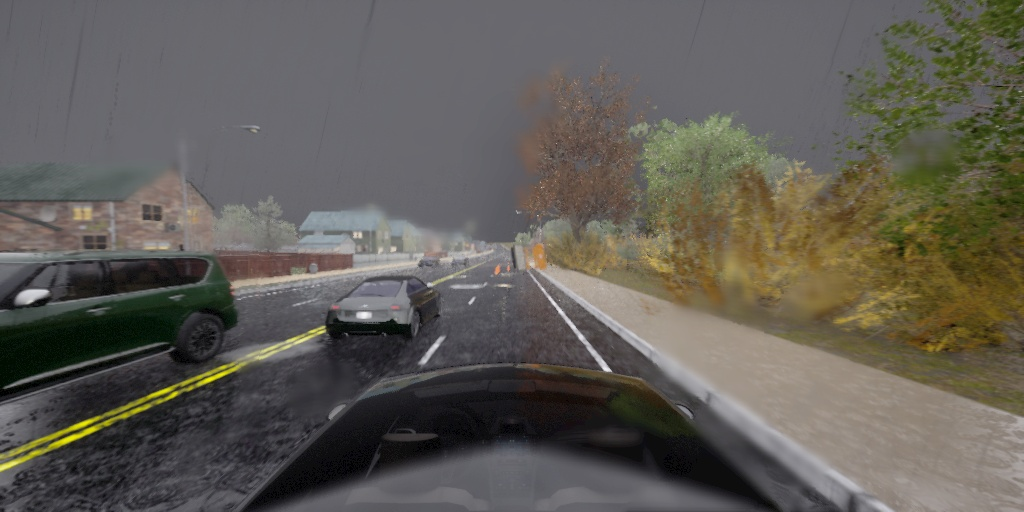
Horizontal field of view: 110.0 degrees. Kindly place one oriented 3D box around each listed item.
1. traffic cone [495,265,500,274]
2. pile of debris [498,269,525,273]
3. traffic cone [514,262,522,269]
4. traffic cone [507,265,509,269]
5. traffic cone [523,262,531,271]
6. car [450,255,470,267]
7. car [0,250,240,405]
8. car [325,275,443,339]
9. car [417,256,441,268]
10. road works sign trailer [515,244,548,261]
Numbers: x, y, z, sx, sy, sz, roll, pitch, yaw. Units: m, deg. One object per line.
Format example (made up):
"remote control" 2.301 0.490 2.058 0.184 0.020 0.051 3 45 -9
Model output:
"traffic cone" -1.387 1.284 31.730 0.340 0.580 0.340 0 0 0
"pile of debris" -0.025 1.493 31.746 1.860 0.140 1.500 0 0 0
"traffic cone" 0.610 1.198 37.731 0.340 0.580 0.340 0 0 0
"traffic cone" -0.389 1.198 37.730 0.340 0.580 0.340 0 0 0
"traffic cone" 1.610 1.198 37.730 0.340 0.580 0.340 0 0 0
"car" -6.577 0.650 45.858 1.812 1.442 4.674 0 1 0
"car" -6.600 0.927 4.943 2.150 2.045 5.566 0 1 0
"car" -3.152 1.204 9.657 1.994 1.385 4.181 0 1 0
"car" -9.832 0.712 43.089 2.033 1.411 5.357 0 1 0
"road works sign trailer" 2.371 -1.551 33.752 2.880 3.560 2.380 0 0 -39
